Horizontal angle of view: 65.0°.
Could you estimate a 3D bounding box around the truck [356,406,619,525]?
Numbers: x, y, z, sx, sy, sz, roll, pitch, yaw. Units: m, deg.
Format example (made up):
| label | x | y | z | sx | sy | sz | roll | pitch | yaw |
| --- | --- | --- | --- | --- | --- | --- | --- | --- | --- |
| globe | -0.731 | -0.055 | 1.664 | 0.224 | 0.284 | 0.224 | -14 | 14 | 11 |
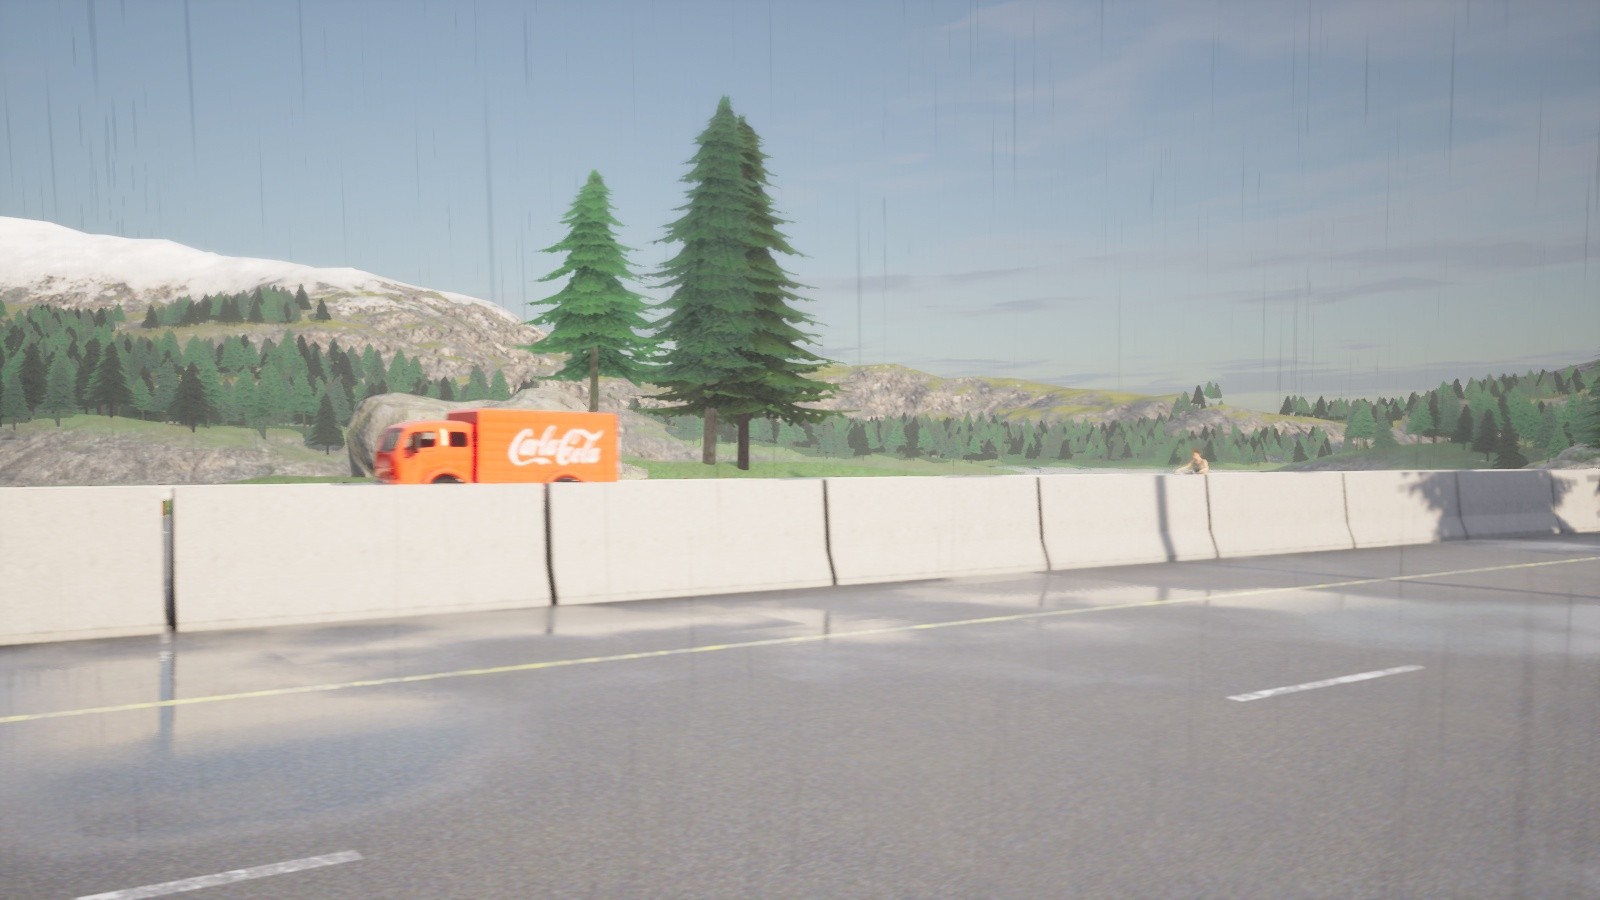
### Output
| label | x | y | z | sx | sy | sz | roll | pitch | yaw |
| --- | --- | --- | --- | --- | --- | --- | --- | --- | --- |
| truck | -7.066 | 0.345 | 28.589 | 5.204 | 2.467 | 2.627 | 0 | 0 | -35 |
